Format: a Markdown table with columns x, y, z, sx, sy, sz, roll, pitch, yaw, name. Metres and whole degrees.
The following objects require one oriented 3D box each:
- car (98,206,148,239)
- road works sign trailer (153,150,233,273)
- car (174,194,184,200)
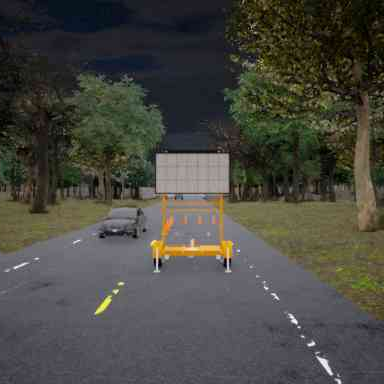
| x | y | z | sx | sy | sz | roll | pitch | yaw | name |
| --- | --- | --- | --- | --- | --- | --- | --- | --- | --- |
| -3.467 | 1.503 | 17.357 | 1.837 | 1.490 | 4.892 | 0 | 0 | 0 | car |
| 0.020 | 0.464 | 10.707 | 2.380 | 3.560 | 2.880 | 0 | 0 | 0 | road works sign trailer |
| -3.333 | 1.105 | 85.708 | 2.150 | 2.045 | 5.566 | 0 | 0 | 0 | car |
